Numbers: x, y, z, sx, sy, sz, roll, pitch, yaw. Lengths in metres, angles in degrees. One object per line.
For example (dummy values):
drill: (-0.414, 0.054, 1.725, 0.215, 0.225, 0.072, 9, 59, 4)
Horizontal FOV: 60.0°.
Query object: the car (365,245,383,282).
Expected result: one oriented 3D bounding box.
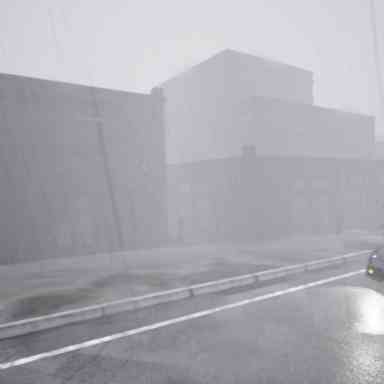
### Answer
car: (6.242, 1.556, 8.395, 4.181, 1.385, 1.994, 0, 0, -35)
